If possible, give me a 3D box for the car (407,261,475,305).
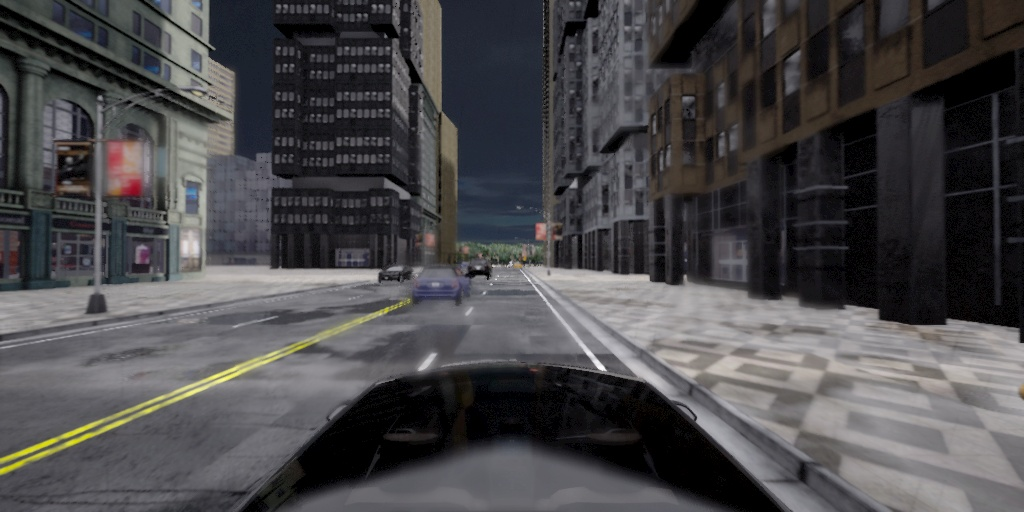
[{"bbox_3d":[-3.150,1.239,16.930,2.097,1.767,4.553,0,-1,0],"label":"car"}]

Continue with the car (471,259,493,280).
[{"bbox_3d":[-3.144,1.282,36.107,2.150,2.045,5.566,0,0,0],"label":"car"}]

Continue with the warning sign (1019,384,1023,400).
[{"bbox_3d":[2.850,0.864,1.566,1.300,1.860,1.060,0,0,0],"label":"warning sign"}]

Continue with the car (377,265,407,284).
[{"bbox_3d":[-9.844,1.489,30.625,1.882,1.535,5.008,0,-1,0],"label":"car"}]
